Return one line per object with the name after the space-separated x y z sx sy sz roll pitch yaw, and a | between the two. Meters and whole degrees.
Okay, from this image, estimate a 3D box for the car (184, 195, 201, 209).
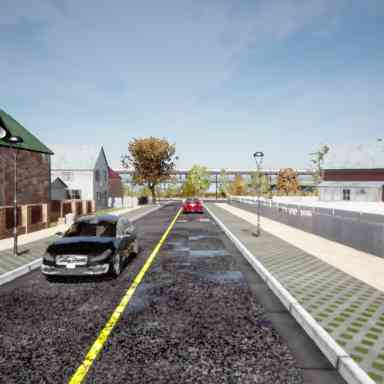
0.072 1.354 45.120 2.097 1.767 4.553 0 0 0 | car

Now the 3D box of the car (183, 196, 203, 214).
0.076 1.346 35.359 2.097 1.767 4.553 0 0 0 | car

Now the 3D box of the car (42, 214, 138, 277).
-2.856 1.500 10.270 1.837 1.490 4.892 0 0 0 | car
